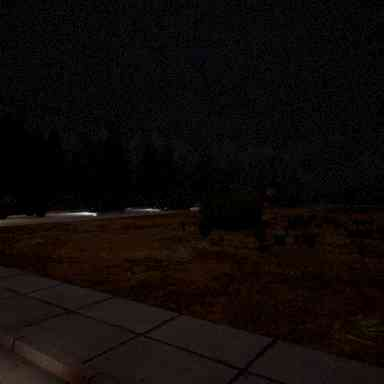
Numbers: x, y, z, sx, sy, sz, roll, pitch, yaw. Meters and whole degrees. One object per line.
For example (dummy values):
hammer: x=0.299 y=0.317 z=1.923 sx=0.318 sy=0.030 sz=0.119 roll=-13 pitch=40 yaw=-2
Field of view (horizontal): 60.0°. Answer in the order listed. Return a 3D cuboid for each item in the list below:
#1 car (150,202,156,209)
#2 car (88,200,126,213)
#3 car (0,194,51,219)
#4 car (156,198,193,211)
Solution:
car: x=-3.375 y=1.574 z=46.056 sx=2.033 sy=1.411 sz=5.357 roll=0 pitch=0 yaw=37
car: x=-9.573 y=1.591 z=37.673 sx=1.994 sy=1.385 sz=4.181 roll=0 pitch=0 yaw=37
car: x=-15.468 y=1.248 z=29.695 sx=2.150 sy=2.045 sz=5.566 roll=0 pitch=0 yaw=36
car: x=-1.888 y=1.627 z=41.864 sx=1.895 sy=1.301 sz=4.718 roll=0 pitch=0 yaw=36
